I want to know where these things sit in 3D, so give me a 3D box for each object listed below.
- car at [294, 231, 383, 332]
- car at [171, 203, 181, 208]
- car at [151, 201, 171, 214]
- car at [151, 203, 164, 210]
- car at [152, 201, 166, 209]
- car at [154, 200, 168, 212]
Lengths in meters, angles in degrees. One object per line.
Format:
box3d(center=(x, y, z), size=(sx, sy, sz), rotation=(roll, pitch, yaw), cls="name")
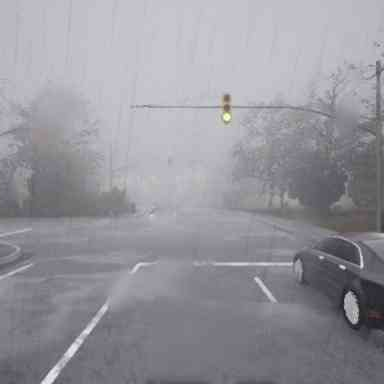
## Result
box3d(center=(3.602, 1.590, 6.958), size=(1.837, 1.490, 4.892), rotation=(0, 0, 1), cls="car")
box3d(center=(-4.401, 3.389, 81.590), size=(1.895, 1.301, 4.718), rotation=(0, -2, -22), cls="car")
box3d(center=(-4.081, 1.944, 42.913), size=(2.097, 1.767, 4.553), rotation=(0, -1, -4), cls="car")
box3d(center=(-6.774, 2.817, 65.013), size=(2.033, 1.411, 5.357), rotation=(0, -2, -11), cls="car")
box3d(center=(-8.088, 3.173, 81.418), size=(2.097, 1.767, 4.553), rotation=(0, -2, -25), cls="car")
box3d(center=(-4.924, 2.215, 52.966), size=(2.097, 1.767, 4.553), rotation=(0, -2, -7), cls="car")
